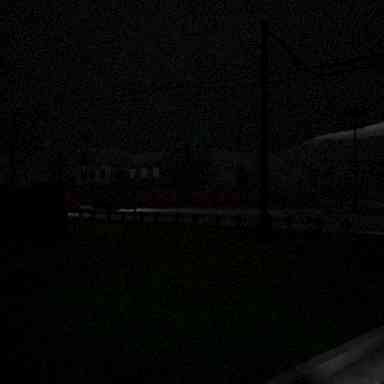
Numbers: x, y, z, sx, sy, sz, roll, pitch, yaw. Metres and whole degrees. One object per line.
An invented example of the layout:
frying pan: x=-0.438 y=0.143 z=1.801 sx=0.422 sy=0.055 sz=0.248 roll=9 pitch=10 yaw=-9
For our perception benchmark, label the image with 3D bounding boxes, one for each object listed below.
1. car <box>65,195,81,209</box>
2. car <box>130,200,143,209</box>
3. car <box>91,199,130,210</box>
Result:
car: x=-15.342 y=1.265 z=38.235 sx=5.566 sy=2.045 sz=2.150 roll=0 pitch=0 yaw=29
car: x=-9.166 y=1.687 z=46.811 sx=4.718 sy=1.301 sz=1.895 roll=0 pitch=0 yaw=29
car: x=-10.941 y=1.673 z=43.792 sx=4.718 sy=1.301 sz=1.895 roll=0 pitch=0 yaw=29
